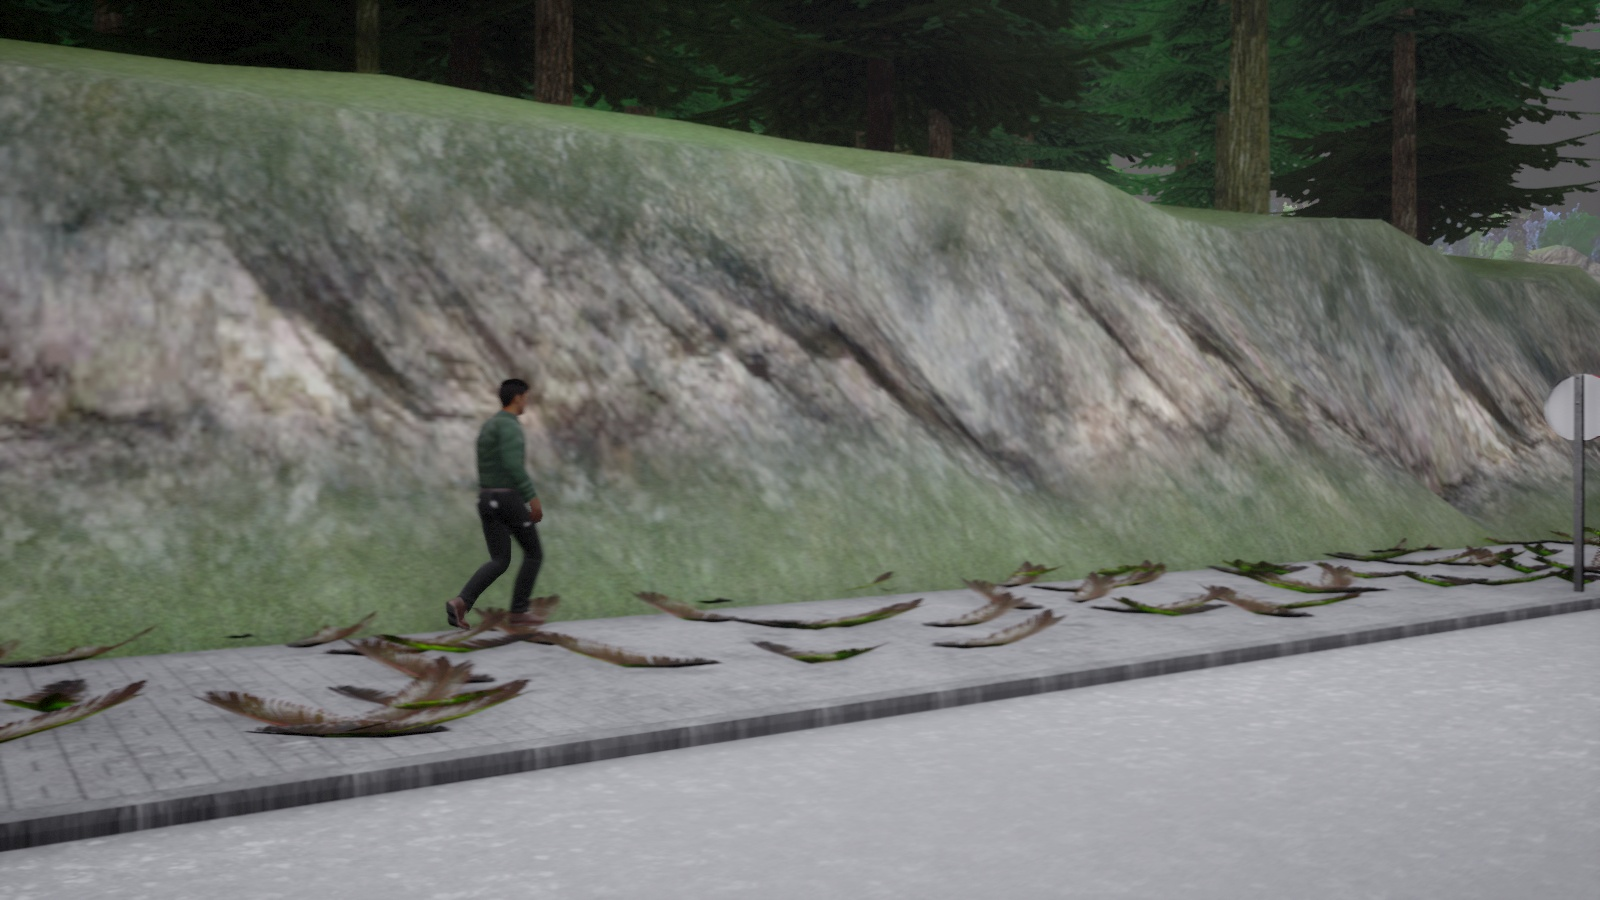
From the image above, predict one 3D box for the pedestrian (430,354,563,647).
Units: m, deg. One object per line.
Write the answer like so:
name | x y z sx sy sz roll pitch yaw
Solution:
pedestrian | -2.114 0.334 8.771 0.788 1.949 0.423 0 0 -43
